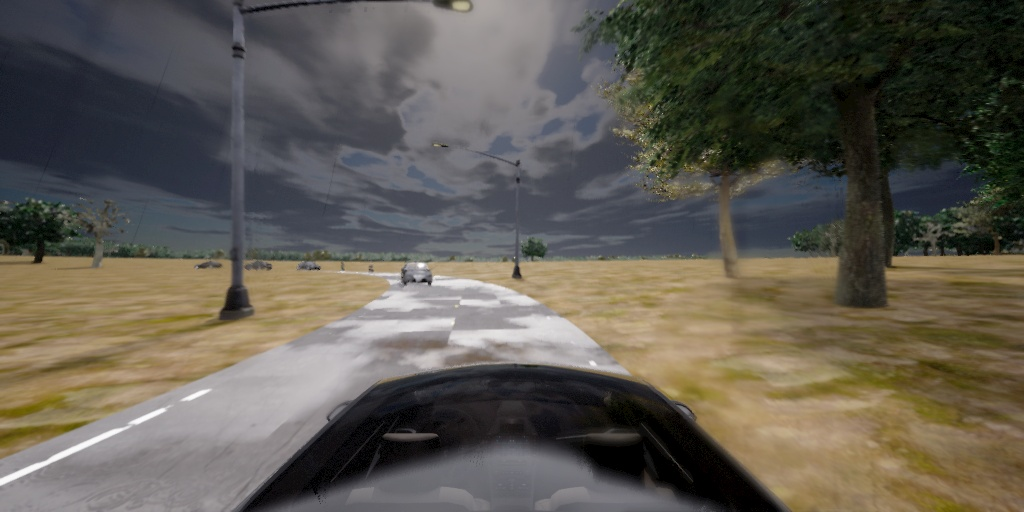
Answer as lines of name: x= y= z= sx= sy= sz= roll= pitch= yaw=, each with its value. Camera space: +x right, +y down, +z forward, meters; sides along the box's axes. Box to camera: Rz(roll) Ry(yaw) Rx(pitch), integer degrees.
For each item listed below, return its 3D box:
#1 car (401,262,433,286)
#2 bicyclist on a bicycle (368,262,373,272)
car: x=-6.578 y=1.201 z=24.710 sx=2.128 sy=1.511 sz=4.902 roll=1 pitch=-1 yaw=-19
bicyclist on a bicycle: x=-21.302 y=1.624 z=54.059 sx=1.509 sy=1.612 sz=0.866 roll=-2 pitch=-3 yaw=40
